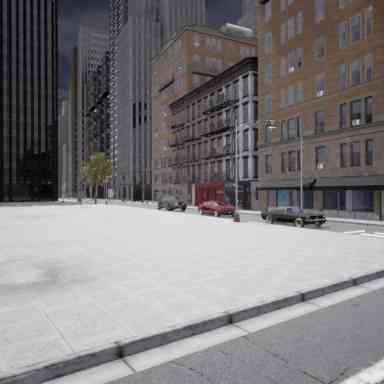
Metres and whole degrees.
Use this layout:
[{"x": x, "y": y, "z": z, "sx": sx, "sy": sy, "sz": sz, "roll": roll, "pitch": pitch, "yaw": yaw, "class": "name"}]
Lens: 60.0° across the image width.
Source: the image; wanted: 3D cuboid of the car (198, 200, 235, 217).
[{"x": 2.321, "y": 1.608, "z": 32.490, "sx": 1.882, "sy": 1.535, "sz": 5.008, "roll": 0, "pitch": 0, "yaw": -26, "class": "car"}]

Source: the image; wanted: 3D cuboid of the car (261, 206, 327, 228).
[{"x": 6.953, "y": 1.676, "z": 23.092, "sx": 1.895, "sy": 1.301, "sz": 4.718, "roll": 0, "pitch": 0, "yaw": -26, "class": "car"}]

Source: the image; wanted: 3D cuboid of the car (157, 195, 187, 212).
[{"x": -2.646, "y": 1.417, "z": 42.600, "sx": 2.150, "sy": 2.045, "sz": 5.566, "roll": 0, "pitch": 0, "yaw": -27, "class": "car"}]
